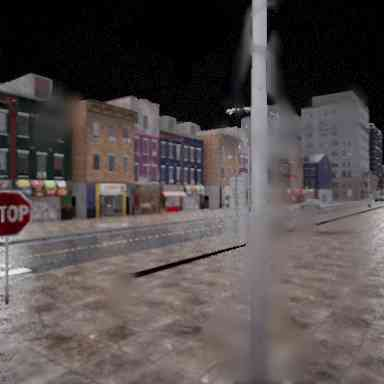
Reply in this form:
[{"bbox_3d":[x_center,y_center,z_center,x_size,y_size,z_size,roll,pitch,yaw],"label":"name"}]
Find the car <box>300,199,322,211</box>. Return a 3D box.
[{"bbox_3d":[16.239,1.698,45.276,1.837,1.490,4.892,0,0,36],"label":"car"}]
